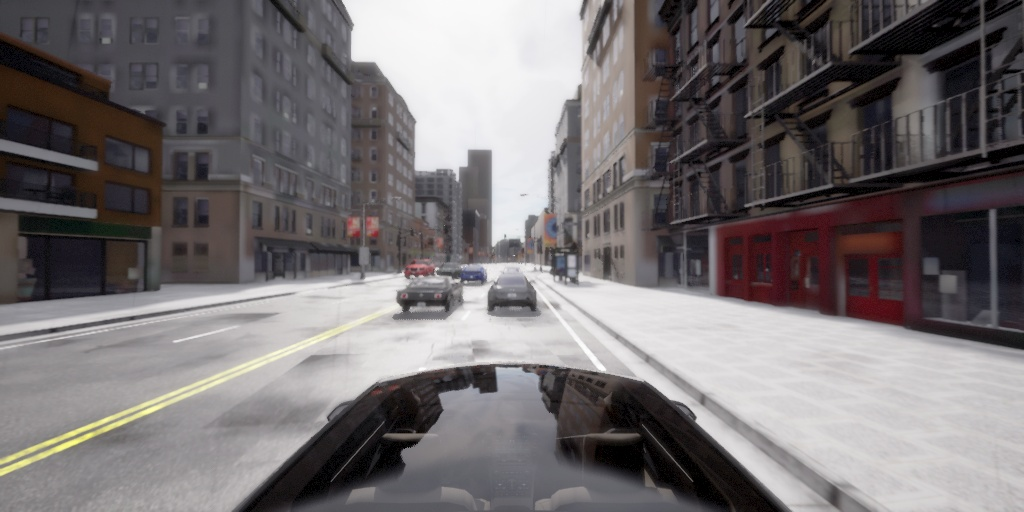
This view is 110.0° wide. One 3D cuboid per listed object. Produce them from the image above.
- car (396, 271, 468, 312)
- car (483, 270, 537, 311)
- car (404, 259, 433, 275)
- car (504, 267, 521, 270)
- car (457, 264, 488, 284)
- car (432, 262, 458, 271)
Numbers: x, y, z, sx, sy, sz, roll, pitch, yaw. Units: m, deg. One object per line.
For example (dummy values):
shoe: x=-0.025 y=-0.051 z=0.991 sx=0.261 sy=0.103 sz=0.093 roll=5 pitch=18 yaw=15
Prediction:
car: x=-3.226 y=1.490 z=15.106 sx=1.895 sy=1.301 sz=4.718 roll=0 pitch=-1 yaw=0
car: x=0.025 y=1.457 z=15.411 sx=1.994 sy=1.385 sz=4.181 roll=0 pitch=-1 yaw=1
car: x=-9.745 y=1.370 z=38.329 sx=2.150 sy=2.045 sz=5.566 roll=0 pitch=-1 yaw=0
car: x=0.020 y=1.590 z=29.369 sx=2.033 sy=1.411 sz=5.357 roll=0 pitch=-1 yaw=0
car: x=-3.208 y=1.539 z=31.089 sx=1.882 sy=1.535 sz=5.008 roll=0 pitch=0 yaw=1
car: x=-6.506 y=1.484 z=37.491 sx=2.097 sy=1.767 sz=4.553 roll=0 pitch=-1 yaw=0
